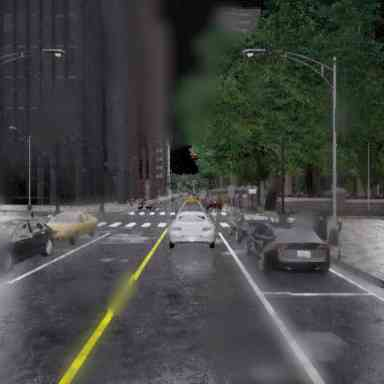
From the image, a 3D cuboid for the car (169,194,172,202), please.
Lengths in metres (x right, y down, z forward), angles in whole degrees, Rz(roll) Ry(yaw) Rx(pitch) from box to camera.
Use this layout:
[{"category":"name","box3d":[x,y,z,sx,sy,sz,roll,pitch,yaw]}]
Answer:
[{"category":"car","box3d":[-5.763,1.630,69.748,1.802,1.307,4.206,0,0,0]}]

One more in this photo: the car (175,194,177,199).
[{"category":"car","box3d":[-5.763,1.384,86.120,2.192,1.841,5.009,0,0,0]}]

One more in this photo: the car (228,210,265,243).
[{"category":"car","box3d":[2.763,1.551,15.807,2.008,1.369,4.403,0,0,0]}]

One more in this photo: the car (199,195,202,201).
[{"category":"car","box3d":[2.763,1.585,58.841,2.008,1.369,4.403,0,0,0]}]

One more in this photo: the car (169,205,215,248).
[{"category":"car","box3d":[0.000,1.535,14.650,1.812,1.442,4.674,0,0,0]}]

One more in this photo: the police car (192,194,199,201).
[{"category":"police car","box3d":[0.900,1.506,93.238,1.930,1.638,5.238,0,0,0]}]

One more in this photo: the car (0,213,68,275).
[{"category":"car","box3d":[-5.762,1.551,10.286,2.008,1.369,4.403,0,0,0]}]

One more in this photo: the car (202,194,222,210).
[{"category":"car","box3d":[2.763,1.330,42.473,2.192,1.841,5.009,0,0,0]}]

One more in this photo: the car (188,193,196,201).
[{"category":"car","box3d":[0.000,1.158,82.625,2.150,2.045,5.566,0,0,0]}]

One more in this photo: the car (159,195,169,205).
[{"category":"car","box3d":[-5.763,1.585,58.834,2.008,1.369,4.403,0,0,0]}]

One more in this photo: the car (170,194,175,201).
[{"category":"car","box3d":[-5.763,1.644,80.662,1.802,1.307,4.206,0,0,0]}]

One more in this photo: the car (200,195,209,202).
[{"category":"car","box3d":[2.763,1.495,75.211,1.967,1.590,4.097,0,0,0]}]

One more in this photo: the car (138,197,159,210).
[{"category":"car","box3d":[-5.762,1.581,42.463,1.947,1.339,4.313,0,0,0]}]

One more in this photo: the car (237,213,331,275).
[{"category":"car","box3d":[2.763,1.566,10.294,1.947,1.339,4.313,0,0,0]}]

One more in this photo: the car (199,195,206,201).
[{"category":"car","box3d":[2.762,1.603,91.751,1.752,1.417,4.829,0,0,0]}]

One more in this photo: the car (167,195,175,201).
[{"category":"car","box3d":[-5.763,1.622,91.576,1.887,1.381,4.507,0,0,0]}]

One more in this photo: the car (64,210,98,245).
[{"category":"car","box3d":[-5.762,1.526,15.628,1.752,1.417,4.829,0,0,0]}]

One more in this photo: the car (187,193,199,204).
[{"category":"car","box3d":[0.000,1.531,67.181,1.882,1.535,5.008,0,0,0]}]

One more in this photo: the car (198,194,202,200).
[{"category":"car","box3d":[2.763,1.592,64.298,2.008,1.369,4.403,0,0,0]}]

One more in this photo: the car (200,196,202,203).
[{"category":"car","box3d":[2.763,1.594,53.385,1.947,1.339,4.313,0,0,0]}]

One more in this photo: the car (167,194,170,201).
[{"category":"car","box3d":[-5.763,1.623,64.291,1.802,1.307,4.206,0,0,0]}]
